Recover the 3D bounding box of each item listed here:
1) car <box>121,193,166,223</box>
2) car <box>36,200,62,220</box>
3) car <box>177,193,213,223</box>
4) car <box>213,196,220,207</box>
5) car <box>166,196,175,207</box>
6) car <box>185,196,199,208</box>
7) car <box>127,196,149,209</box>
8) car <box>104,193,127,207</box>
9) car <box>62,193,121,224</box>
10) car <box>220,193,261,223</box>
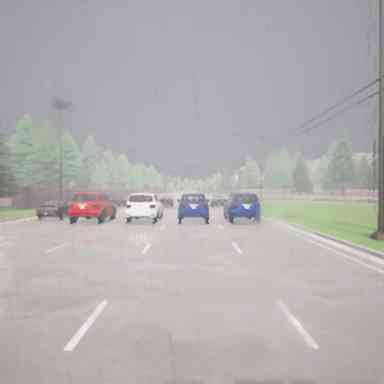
[{"bbox_3d":[-3.396,1.086,24.352,2.150,2.045,5.566,0,0,0],"label":"car"},{"bbox_3d":[-10.395,1.345,26.065,2.128,1.511,4.902,0,0,0],"label":"car"},{"bbox_3d":[0.104,1.086,24.410,2.150,2.045,5.566,0,0,0],"label":"car"},{"bbox_3d":[3.540,1.273,45.222,1.812,1.442,4.674,0,0,1],"label":"car"},{"bbox_3d":[-3.456,1.223,45.603,1.882,1.535,5.008,0,0,1],"label":"car"},{"bbox_3d":[0.041,1.273,45.220,1.812,1.442,4.674,0,0,1],"label":"car"},{"bbox_3d":[-6.980,1.305,43.503,2.033,1.411,5.357,0,0,0],"label":"car"},{"bbox_3d":[-10.457,1.096,45.621,2.097,1.767,4.553,0,0,1],"label":"car"},{"bbox_3d":[-6.895,1.081,23.556,2.150,2.045,5.566,0,-1,0],"label":"car"},{"bbox_3d":[3.605,1.086,24.445,2.150,2.045,5.566,0,0,0],"label":"car"}]
